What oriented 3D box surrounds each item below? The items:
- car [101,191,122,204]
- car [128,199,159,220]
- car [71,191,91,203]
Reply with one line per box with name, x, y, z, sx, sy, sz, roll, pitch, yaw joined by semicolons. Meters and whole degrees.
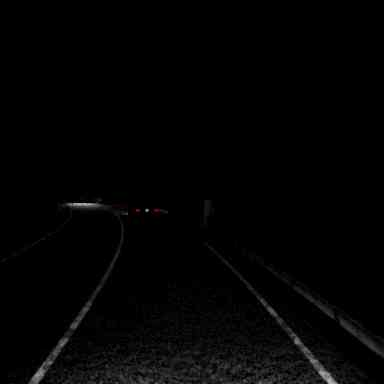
car;-10.108;0.606;41.613;2.128;1.511;4.902;1;2;-25
car;-3.762;1.254;25.252;2.033;1.411;5.357;1;1;-16
car;-13.543;0.584;40.371;1.994;1.385;4.181;1;2;-25
